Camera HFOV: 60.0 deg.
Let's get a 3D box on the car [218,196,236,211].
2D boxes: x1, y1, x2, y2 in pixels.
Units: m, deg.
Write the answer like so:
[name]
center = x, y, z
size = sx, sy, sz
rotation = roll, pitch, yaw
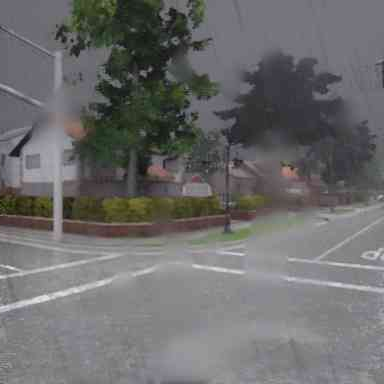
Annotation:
[car]
center = 2.630, 1.172, 34.437
size = 3.806, 1.475, 1.970
rotation = 0, 0, 36
